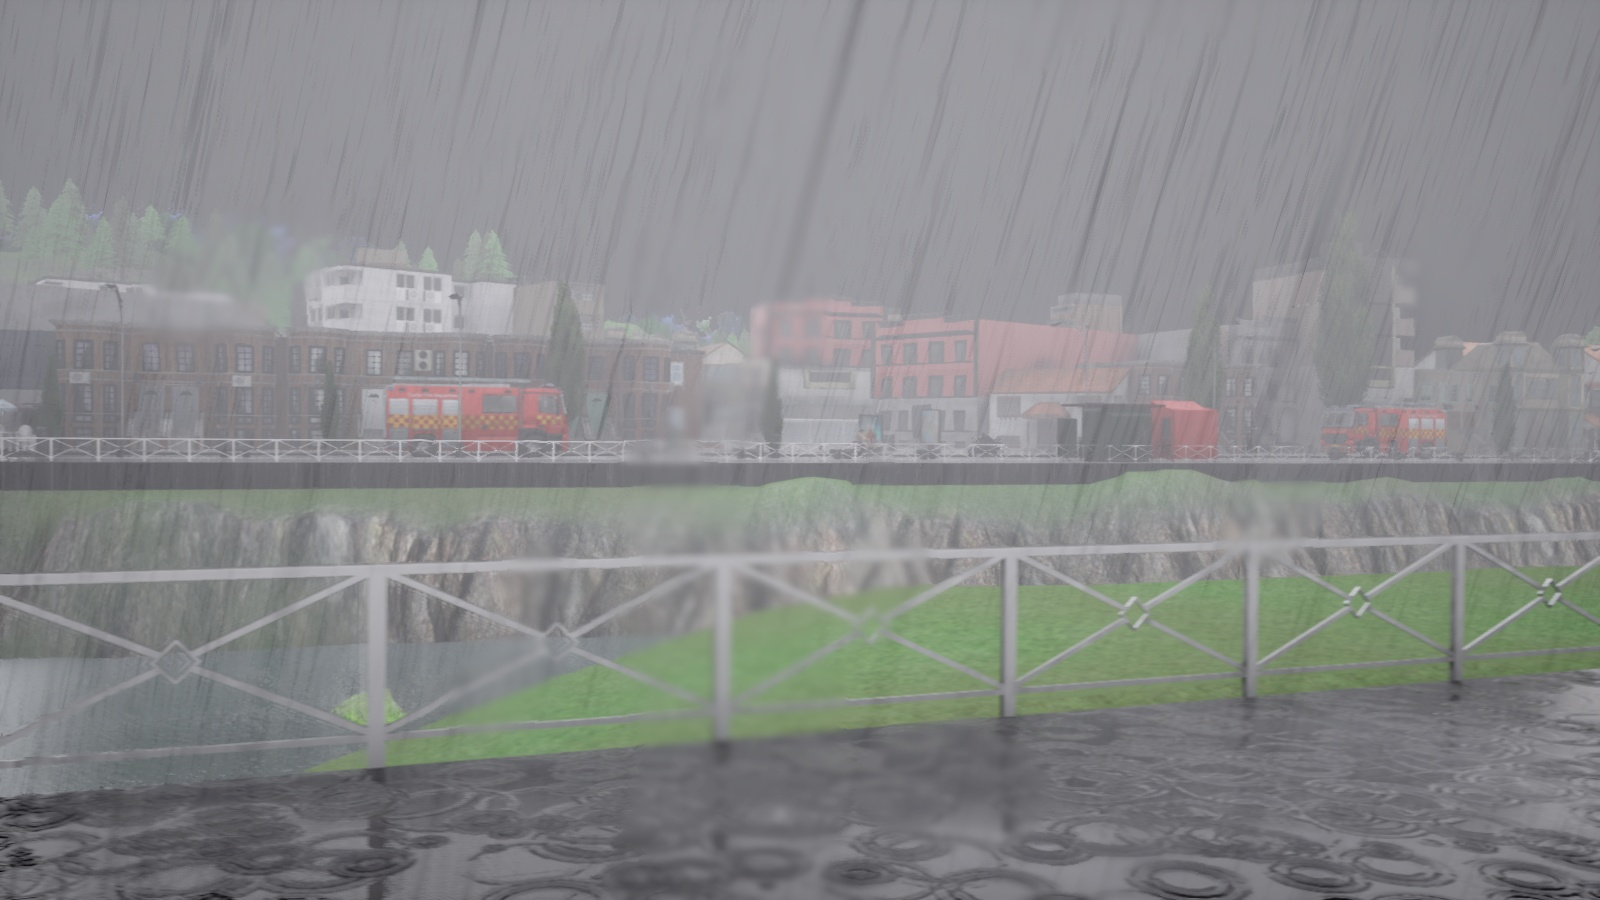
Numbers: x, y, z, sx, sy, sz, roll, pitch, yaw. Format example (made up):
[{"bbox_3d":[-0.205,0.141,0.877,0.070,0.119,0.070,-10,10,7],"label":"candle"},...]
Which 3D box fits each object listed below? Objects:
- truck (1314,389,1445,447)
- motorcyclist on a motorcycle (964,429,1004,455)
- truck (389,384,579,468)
[{"bbox_3d":[39.055,-2.165,84.588,8.468,3.827,2.891,-1,1,-21],"label":"truck"},{"bbox_3d":[10.845,-0.486,73.884,2.191,1.530,0.866,-1,1,-21],"label":"motorcyclist on a motorcycle"},{"bbox_3d":[-15.020,-1.177,59.762,8.468,3.827,2.891,-1,1,-21],"label":"truck"}]
